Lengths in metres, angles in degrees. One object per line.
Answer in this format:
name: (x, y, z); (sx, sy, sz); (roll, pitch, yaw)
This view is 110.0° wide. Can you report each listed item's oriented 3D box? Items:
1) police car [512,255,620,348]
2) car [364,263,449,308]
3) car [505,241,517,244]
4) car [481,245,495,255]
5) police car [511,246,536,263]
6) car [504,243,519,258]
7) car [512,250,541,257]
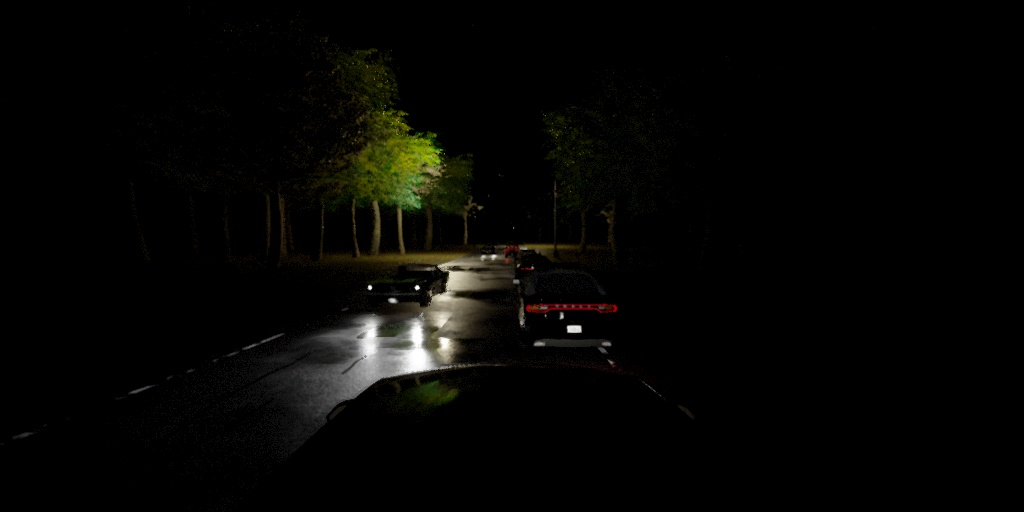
police car: (1.055, 0.943, 8.636); (1.930, 1.638, 5.238); (0, 2, 0)
car: (-3.591, 0.963, 13.035); (1.895, 1.301, 4.718); (0, 2, 0)
car: (0.030, -1.581, 60.076); (2.150, 2.045, 5.566); (0, 3, 0)
car: (-3.545, -0.982, 54.327); (1.882, 1.535, 5.008); (0, 3, 0)
police car: (1.063, 0.334, 24.625); (1.930, 1.638, 5.238); (0, 2, 0)
car: (0.055, -0.557, 47.211); (1.812, 1.442, 4.674); (0, 3, 1)
car: (1.060, 0.660, 18.521); (1.837, 1.490, 4.892); (0, 2, 0)
